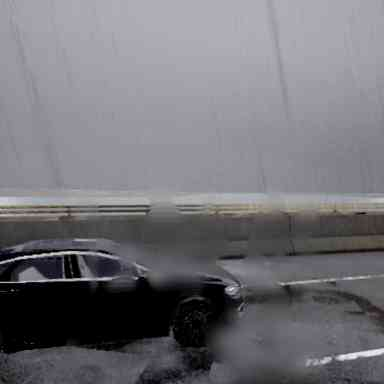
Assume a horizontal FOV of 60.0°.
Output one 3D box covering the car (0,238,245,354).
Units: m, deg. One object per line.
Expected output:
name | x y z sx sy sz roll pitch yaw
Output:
car | -1.600 1.502 5.229 4.902 1.511 2.128 0 0 -16
